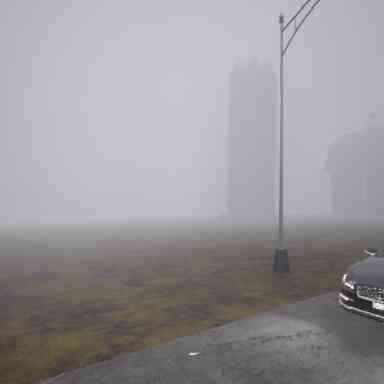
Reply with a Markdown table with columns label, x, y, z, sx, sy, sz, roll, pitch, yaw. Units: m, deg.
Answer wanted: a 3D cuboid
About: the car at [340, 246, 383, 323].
| label | x | y | z | sx | sy | sz | roll | pitch | yaw |
| --- | --- | --- | --- | --- | --- | --- | --- | --- | --- |
| car | 4.860 | 1.514 | 6.538 | 4.892 | 1.490 | 1.837 | 0 | 0 | -36 |
